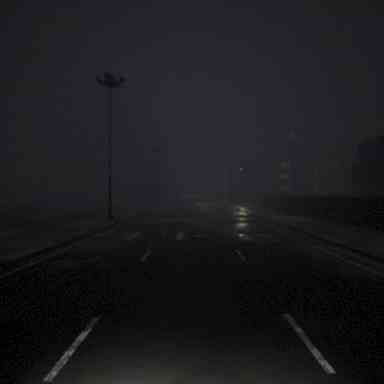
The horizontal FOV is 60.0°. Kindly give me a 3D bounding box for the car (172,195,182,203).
[{"bbox_3d":[-4.126,2.151,87.232,1.812,1.442,4.674,0,0,-1],"label":"car"}]

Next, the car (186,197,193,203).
[{"bbox_3d":[-0.632,2.227,87.592,1.895,1.301,4.718,0,0,-1],"label":"car"}]
